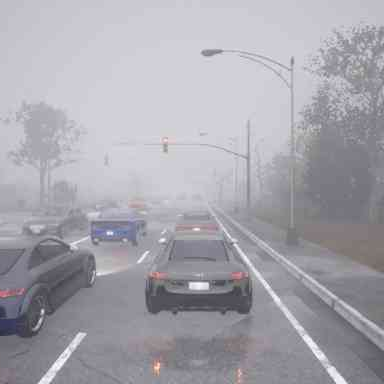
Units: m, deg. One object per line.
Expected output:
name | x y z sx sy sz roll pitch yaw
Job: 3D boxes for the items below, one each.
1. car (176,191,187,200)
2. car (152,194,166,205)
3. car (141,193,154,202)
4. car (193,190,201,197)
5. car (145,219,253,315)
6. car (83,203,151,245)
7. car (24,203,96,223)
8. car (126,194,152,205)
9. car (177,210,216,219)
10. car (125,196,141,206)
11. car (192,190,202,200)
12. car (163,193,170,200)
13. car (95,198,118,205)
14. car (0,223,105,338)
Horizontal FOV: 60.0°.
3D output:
car | -2.418 1.045 74.092 1.994 1.385 4.181 0 3 1
car | -6.256 1.544 58.831 2.033 1.411 5.357 0 0 1
car | -9.469 1.132 71.099 1.882 1.535 5.008 0 2 1
car | 1.249 0.317 84.031 1.837 1.490 4.892 0 3 1
car | 0.145 1.564 7.659 1.994 1.385 4.181 0 0 1
car | -3.279 1.478 15.620 1.882 1.535 5.008 0 0 -1
car | -6.955 1.491 17.392 2.128 1.511 4.902 0 0 1
car | -6.577 1.352 40.756 2.097 1.767 4.553 0 0 1
car | 0.232 1.564 16.058 1.994 1.385 4.181 0 0 1
car | -9.815 1.506 55.651 1.837 1.490 4.892 0 0 1
car | 1.081 0.850 73.994 2.097 1.767 4.553 0 3 1
car | -5.909 1.008 74.645 2.033 1.411 5.357 0 3 1
car | -10.360 1.491 40.084 2.128 1.511 4.902 0 0 6
car | -3.357 1.564 6.633 1.994 1.385 4.181 0 0 0
